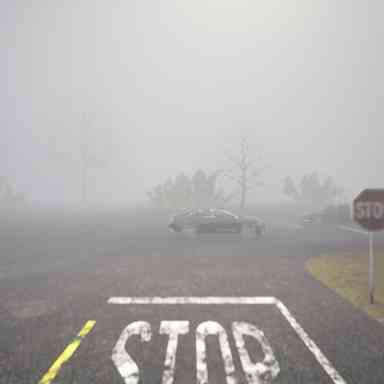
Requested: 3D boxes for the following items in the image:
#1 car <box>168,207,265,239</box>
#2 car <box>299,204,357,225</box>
[{"bbox_3d":[1.238,1.536,16.973,4.902,1.511,2.128,0,0,-1],"label":"car"},{"bbox_3d":[10.321,1.689,24.211,4.892,1.490,1.837,-1,0,-2],"label":"car"}]
